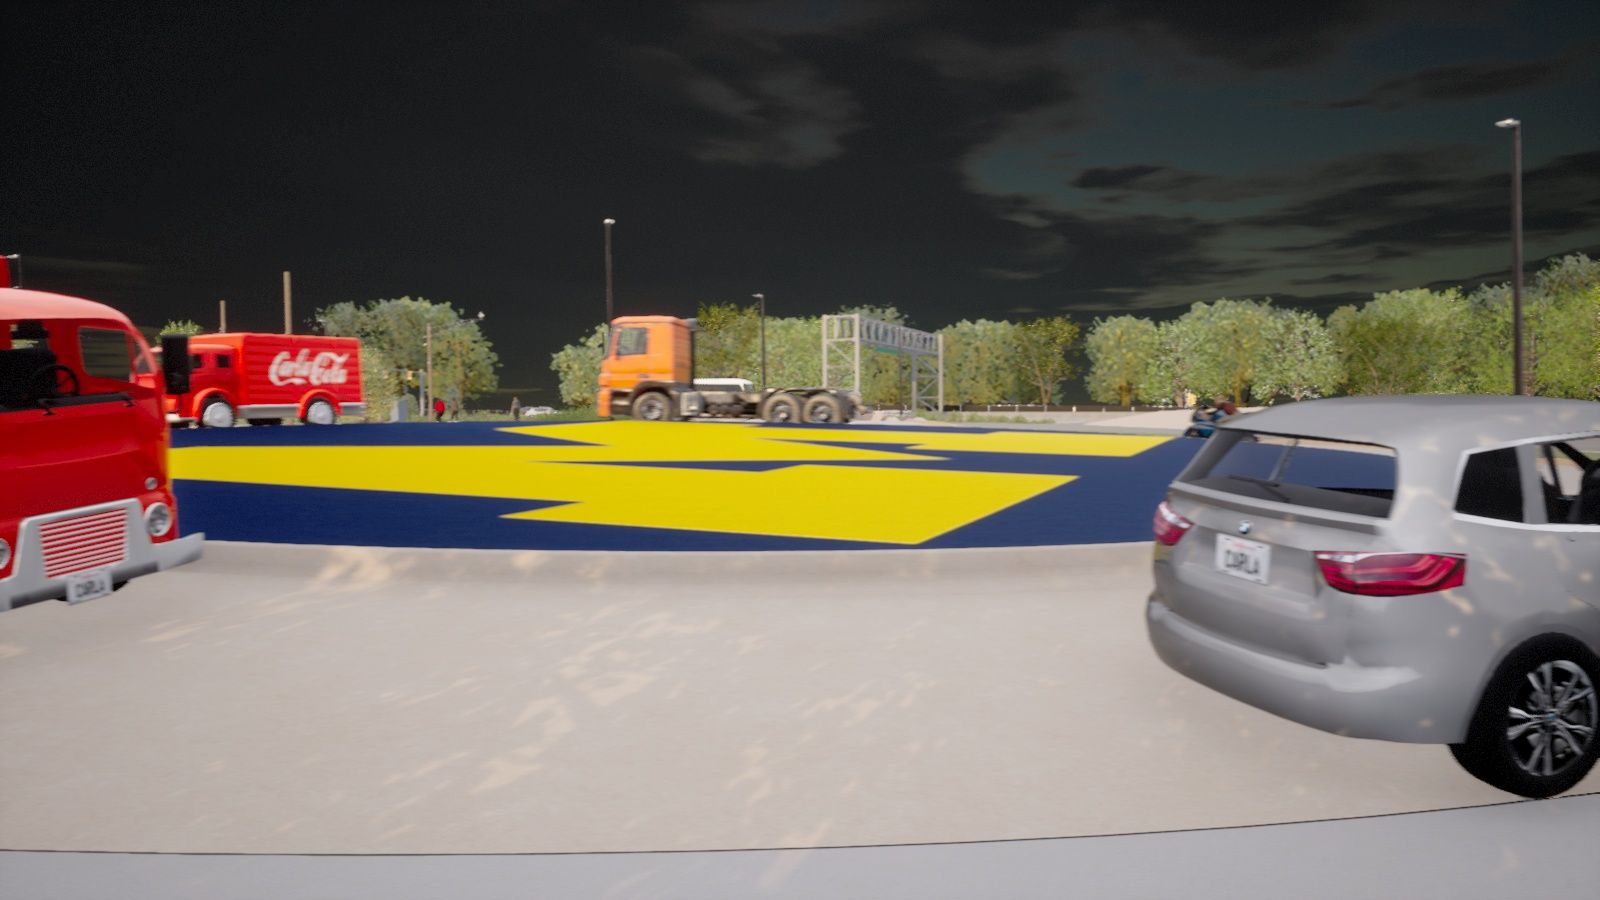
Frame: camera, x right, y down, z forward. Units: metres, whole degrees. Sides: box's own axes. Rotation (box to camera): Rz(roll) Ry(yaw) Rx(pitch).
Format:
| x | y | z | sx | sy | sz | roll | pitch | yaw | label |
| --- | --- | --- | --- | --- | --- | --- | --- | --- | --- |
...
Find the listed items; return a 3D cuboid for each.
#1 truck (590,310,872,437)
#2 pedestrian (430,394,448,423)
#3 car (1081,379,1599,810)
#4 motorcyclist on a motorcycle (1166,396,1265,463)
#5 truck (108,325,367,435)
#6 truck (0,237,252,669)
| x | y | z | sx | sy | sz | roll | pitch | yaw | label |
| --- | --- | --- | --- | --- | --- | --- | --- | --- | --- |
| -1.978 | -2.273 | 37.643 | 7.936 | 3.462 | 2.891 | 2 | 2 | 8 | truck |
| -23.408 | -2.665 | 81.390 | 0.899 | 1.844 | 0.634 | 0 | 1 | 31 | pedestrian |
| 4.161 | 0.504 | 6.757 | 4.611 | 1.667 | 2.242 | -1 | 5 | -18 | car |
| 10.684 | -0.539 | 32.398 | 0.866 | 1.530 | 2.191 | 2 | 4 | -38 | motorcyclist on a motorcycle |
| -13.764 | -1.703 | 31.067 | 2.627 | 2.467 | 5.204 | 1 | 3 | 32 | truck |
| -6.821 | -0.198 | 8.536 | 5.204 | 2.467 | 2.627 | 4 | 8 | 20 | truck |
